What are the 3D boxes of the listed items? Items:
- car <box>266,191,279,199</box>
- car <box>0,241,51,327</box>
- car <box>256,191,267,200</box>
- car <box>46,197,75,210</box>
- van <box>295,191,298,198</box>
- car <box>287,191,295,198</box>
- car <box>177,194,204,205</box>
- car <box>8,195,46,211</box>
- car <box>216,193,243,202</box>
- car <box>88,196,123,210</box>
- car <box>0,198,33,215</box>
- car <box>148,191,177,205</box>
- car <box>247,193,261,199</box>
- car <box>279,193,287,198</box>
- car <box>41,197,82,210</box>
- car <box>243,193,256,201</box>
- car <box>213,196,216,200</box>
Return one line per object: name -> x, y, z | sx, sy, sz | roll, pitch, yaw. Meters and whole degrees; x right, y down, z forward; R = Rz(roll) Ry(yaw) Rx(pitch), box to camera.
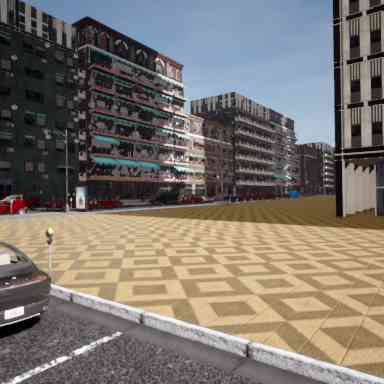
car -> 16.419, 0.740, 72.663 | 2.192, 1.841, 5.009 | -1, 0, 36
car -> -4.392, 1.553, 6.199 | 4.403, 1.369, 2.008 | 0, -1, 36
car -> 13.169, 1.045, 68.194 | 1.802, 1.307, 4.206 | -1, 0, 36
car -> -14.526, 1.360, 39.991 | 1.812, 1.442, 4.674 | -1, 0, 36
van -> 26.177, 0.653, 86.072 | 1.690, 1.788, 3.998 | -1, 0, 36
car -> 22.927, 0.931, 81.603 | 1.802, 1.307, 4.206 | -1, 0, 36
car -> 0.158, 1.061, 50.317 | 1.967, 1.590, 4.097 | -1, 0, 36
car -> -19.627, 1.226, 37.372 | 2.192, 1.841, 5.009 | -1, 0, 36
car -> 6.664, 1.092, 59.256 | 2.008, 1.369, 4.403 | -1, 0, 36
car -> -9.598, 1.185, 36.909 | 1.967, 1.590, 4.097 | -1, 0, 36
car -> -16.102, 1.412, 27.970 | 1.802, 1.307, 4.206 | -1, 0, 36
car -> -4.611, 0.930, 53.570 | 2.150, 2.045, 5.566 | -1, 0, 36
car -> 16.152, 1.039, 86.534 | 1.947, 1.339, 4.313 | -1, 0, 36
car -> 19.674, 0.937, 77.133 | 2.008, 1.369, 4.403 | -1, 0, 36
car -> -16.372, 1.414, 41.842 | 1.887, 1.381, 4.507 | -1, 0, 36
car -> 9.917, 1.047, 63.725 | 1.887, 1.381, 4.507 | -1, 0, 36
car -> 6.394, 1.027, 73.126 | 1.967, 1.590, 4.097 | -1, 0, 36
